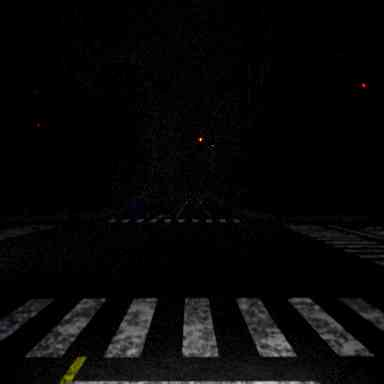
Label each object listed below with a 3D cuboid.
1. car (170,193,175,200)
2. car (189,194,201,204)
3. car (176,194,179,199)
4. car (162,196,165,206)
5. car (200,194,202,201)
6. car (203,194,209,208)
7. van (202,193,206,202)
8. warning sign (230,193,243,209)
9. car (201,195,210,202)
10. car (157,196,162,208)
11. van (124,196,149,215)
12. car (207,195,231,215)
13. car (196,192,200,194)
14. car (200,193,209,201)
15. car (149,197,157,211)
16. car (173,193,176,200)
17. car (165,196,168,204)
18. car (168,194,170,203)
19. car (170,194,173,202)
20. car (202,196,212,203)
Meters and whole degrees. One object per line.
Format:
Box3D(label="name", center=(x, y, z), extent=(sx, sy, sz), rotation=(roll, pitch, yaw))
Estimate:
Box3D(label="car", center=(-5.474, 1.527, 73.269), extent=(1.887, 1.381, 4.507), rotation=(0, 0, 0))
Box3D(label="car", center=(0.335, 1.551, 63.922), extent=(1.994, 1.385, 4.181), rotation=(0, 0, 0))
Box3D(label="car", center=(-5.384, 1.287, 90.274), extent=(2.192, 1.841, 5.009), rotation=(0, 0, 0))
Box3D(label="car", center=(-5.595, 1.574, 50.597), extent=(1.802, 1.307, 4.206), rotation=(0, 0, 0))
Box3D(label="car", center=(2.992, 1.513, 62.064), extent=(1.752, 1.417, 4.829), rotation=(0, 0, 0))
Box3D(label="car", center=(2.900, 1.433, 44.887), extent=(1.967, 1.590, 4.097), rotation=(0, 0, 0))
Box3D(label="van", center=(2.960, 1.331, 56.225), extent=(1.690, 1.788, 3.998), rotation=(0, 0, 0))
Box3D(label="warning sign", center=(5.273, 1.109, 39.530), extent=(1.300, 1.860, 1.060), rotation=(0, 0, 0))
Box3D(label="car", center=(3.081, 1.419, 78.902), extent=(1.967, 1.590, 4.097), rotation=(0, 0, 0))
Box3D(label="car", center=(-5.625, 1.559, 44.928), extent=(1.947, 1.339, 4.313), rotation=(0, 0, 0))
Box3D(label="van", center=(-5.686, 1.336, 33.592), extent=(1.690, 1.788, 3.998), rotation=(0, 0, 0))
Box3D(label="car", center=(2.840, 1.435, 33.549), extent=(1.967, 1.590, 4.097), rotation=(0, 0, 0))
Box3D(label="car", center=(0.388, 1.367, 73.959), extent=(1.994, 1.385, 4.181), rotation=(0, 0, 0))
Box3D(label="car", center=(3.111, 1.290, 84.571), extent=(2.192, 1.841, 5.009), rotation=(0, 0, 0))
Box3D(label="car", center=(-5.655, 1.434, 39.260), extent=(1.967, 1.590, 4.097), rotation=(0, 0, 0))
Box3D(label="car", center=(-5.445, 1.505, 78.768), extent=(1.752, 1.417, 4.829), rotation=(0, 0, 0))
Box3D(label="car", center=(-5.565, 1.556, 56.265), extent=(1.947, 1.339, 4.313), rotation=(0, 0, 0))
Box3D(label="car", center=(-5.536, 1.513, 61.763), extent=(1.752, 1.417, 4.829), rotation=(0, 0, 0))
Box3D(label="car", center=(-5.504, 1.551, 67.601), extent=(1.947, 1.339, 4.313), rotation=(0, 0, 0))
Box3D(label="car", center=(3.021, 1.536, 67.564), extent=(2.008, 1.369, 4.403), rotation=(0, 0, 0))
